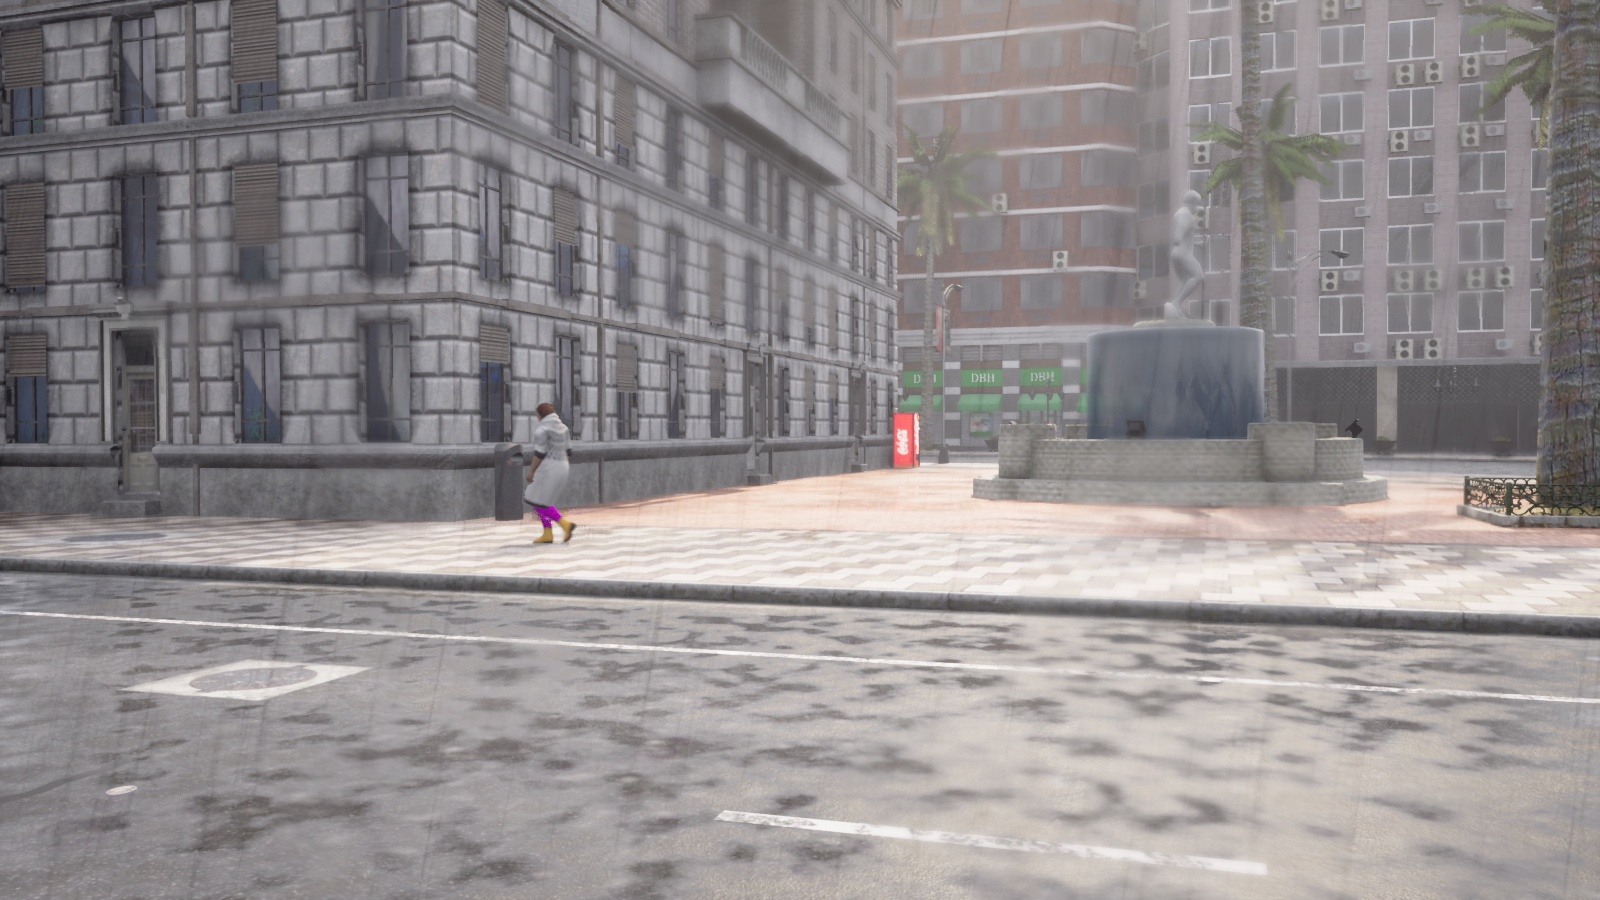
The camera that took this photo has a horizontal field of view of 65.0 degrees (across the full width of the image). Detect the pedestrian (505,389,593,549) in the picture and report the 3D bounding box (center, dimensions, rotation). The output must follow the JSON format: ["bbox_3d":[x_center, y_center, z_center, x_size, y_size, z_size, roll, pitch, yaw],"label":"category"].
[{"bbox_3d":[-3.146,0.219,15.756,0.873,1.952,0.659,0,1,16],"label":"pedestrian"}]
